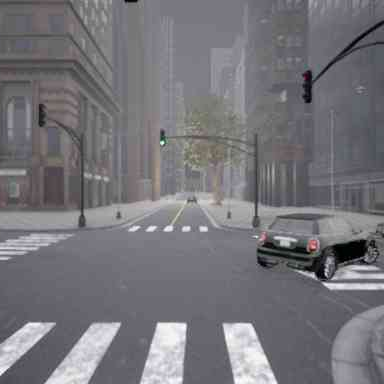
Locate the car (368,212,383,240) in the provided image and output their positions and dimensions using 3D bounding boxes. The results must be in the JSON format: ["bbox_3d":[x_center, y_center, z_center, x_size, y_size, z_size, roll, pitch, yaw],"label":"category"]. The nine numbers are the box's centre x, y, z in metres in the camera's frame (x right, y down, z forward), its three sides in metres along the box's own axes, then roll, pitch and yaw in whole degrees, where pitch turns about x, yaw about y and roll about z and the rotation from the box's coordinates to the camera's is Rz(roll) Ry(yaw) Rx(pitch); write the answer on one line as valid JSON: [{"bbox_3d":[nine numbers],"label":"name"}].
[{"bbox_3d":[11.928,1.776,17.331,4.403,1.369,2.008,0,-1,0],"label":"car"}]

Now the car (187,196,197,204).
[{"bbox_3d":[-0.004,1.517,69.892,2.097,1.767,4.553,0,0,0],"label":"car"}]

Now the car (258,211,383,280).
[{"bbox_3d":[4.120,1.462,10.626,4.553,1.767,2.097,1,0,-43],"label":"car"}]
